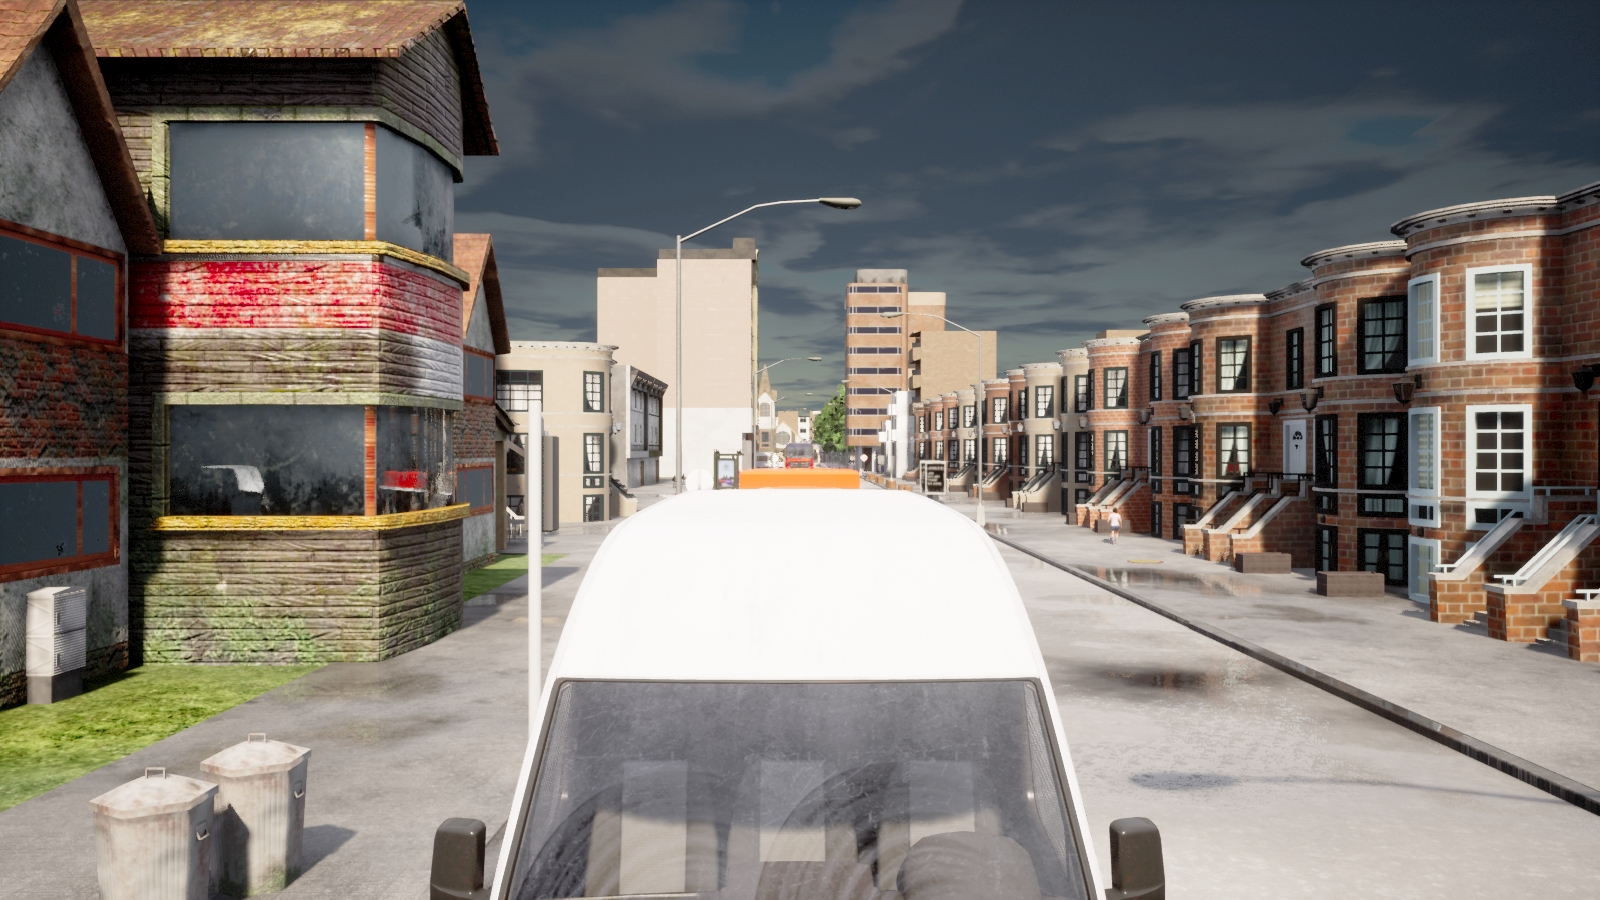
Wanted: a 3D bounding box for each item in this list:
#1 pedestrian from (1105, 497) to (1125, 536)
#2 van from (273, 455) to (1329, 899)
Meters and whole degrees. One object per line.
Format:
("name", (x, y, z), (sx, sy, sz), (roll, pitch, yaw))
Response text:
("pedestrian", (9.068, 1.903, 32.893), (0.500, 1.100, 0.500), (0, 0, 12))
("van", (-0.003, 1.314, 5.110), (1.988, 2.561, 5.915), (0, 0, 0))
